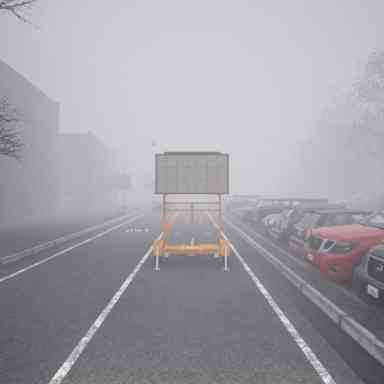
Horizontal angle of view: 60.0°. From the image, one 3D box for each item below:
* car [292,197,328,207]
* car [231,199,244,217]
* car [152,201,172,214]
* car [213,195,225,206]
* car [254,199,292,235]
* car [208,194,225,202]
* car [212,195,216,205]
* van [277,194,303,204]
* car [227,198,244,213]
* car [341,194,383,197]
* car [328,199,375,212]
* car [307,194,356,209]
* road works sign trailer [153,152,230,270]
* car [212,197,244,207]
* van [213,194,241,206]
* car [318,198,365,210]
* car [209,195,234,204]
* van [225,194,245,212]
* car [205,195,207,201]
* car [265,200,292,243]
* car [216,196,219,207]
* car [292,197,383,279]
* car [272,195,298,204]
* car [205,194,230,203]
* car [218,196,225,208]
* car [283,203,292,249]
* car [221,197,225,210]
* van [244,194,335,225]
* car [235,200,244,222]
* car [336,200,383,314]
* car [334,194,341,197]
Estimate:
[{"bbox_3d":[18.754,1.534,53.076,5.008,1.535,2.097,0,0,0],"label":"car"},{"bbox_3d":[5.649,1.518,24.931,4.792,1.488,2.163,0,0,0],"label":"car"},{"bbox_3d":[-3.200,1.624,36.123,1.895,1.301,4.718,0,0,0],"label":"car"},{"bbox_3d":[5.650,1.535,44.552,4.792,1.488,2.163,0,0,0],"label":"car"},{"bbox_3d":[5.710,1.361,16.521,4.553,1.767,2.185,0,0,0],"label":"car"},{"bbox_3d":[5.708,1.272,50.158,5.566,2.045,2.435,0,0,0],"label":"car"},{"bbox_3d":[5.675,1.514,47.350,4.892,1.521,2.231,0,0,0],"label":"car"},{"bbox_3d":[18.880,1.347,64.220,4.442,1.987,1.878,0,0,0],"label":"van"},{"bbox_3d":[5.650,1.519,27.734,4.792,1.488,2.163,0,0,0],"label":"car"},{"bbox_3d":[18.730,1.241,33.706,5.566,2.045,2.435,0,0,0],"label":"car"},{"bbox_3d":[18.756,1.536,39.275,4.674,1.452,2.002,0,0,0],"label":"car"},{"bbox_3d":[18.731,1.255,44.723,5.566,2.045,2.435,0,0,0],"label":"car"},{"bbox_3d":[0.007,0.473,11.027,2.380,3.560,2.880,0,0,1],"label":"road works sign trailer"},{"bbox_3d":[5.674,1.533,52.961,5.008,1.535,2.097,0,0,0],"label":"car"},{"bbox_3d":[5.796,1.317,55.765,4.442,1.987,1.878,0,0,0],"label":"van"},{"bbox_3d":[18.753,1.501,41.936,5.008,1.535,2.097,0,0,0],"label":"car"},{"bbox_3d":[5.653,1.447,64.176,4.553,1.767,2.185,0,0,0],"label":"car"},{"bbox_3d":[5.562,1.265,30.538,4.442,1.987,1.878,0,0,0],"label":"van"},{"bbox_3d":[5.716,1.334,66.977,5.566,2.045,2.435,0,0,0],"label":"car"},{"bbox_3d":[5.647,1.360,13.718,4.553,1.767,2.185,0,0,0],"label":"car"},{"bbox_3d":[5.674,1.494,38.944,5.008,1.535,2.097,0,0,0],"label":"car"},{"bbox_3d":[5.650,1.232,8.111,5.566,2.045,2.435,0,0,0],"label":"car"},{"bbox_3d":[18.736,1.460,67.000,4.553,1.767,2.185,0,0,0],"label":"car"},{"bbox_3d":[5.729,1.388,75.387,5.566,2.045,2.435,0,0,0],"label":"car"},{"bbox_3d":[5.864,1.489,36.144,5.366,1.575,1.946,0,0,0],"label":"car"},{"bbox_3d":[5.647,1.359,10.915,4.553,1.767,2.185,0,0,0],"label":"car"},{"bbox_3d":[5.708,1.521,33.341,4.792,1.488,2.163,0,0,0],"label":"car"},{"bbox_3d":[5.562,1.261,19.325,4.442,1.987,1.878,0,0,0],"label":"van"},{"bbox_3d":[5.673,1.488,22.128,5.008,1.535,2.097,0,0,0],"label":"car"},{"bbox_3d":[5.649,1.232,5.308,5.566,2.045,2.435,0,0,0],"label":"car"},{"bbox_3d":[18.729,1.242,36.368,5.566,2.045,2.435,0,0,0],"label":"car"}]
